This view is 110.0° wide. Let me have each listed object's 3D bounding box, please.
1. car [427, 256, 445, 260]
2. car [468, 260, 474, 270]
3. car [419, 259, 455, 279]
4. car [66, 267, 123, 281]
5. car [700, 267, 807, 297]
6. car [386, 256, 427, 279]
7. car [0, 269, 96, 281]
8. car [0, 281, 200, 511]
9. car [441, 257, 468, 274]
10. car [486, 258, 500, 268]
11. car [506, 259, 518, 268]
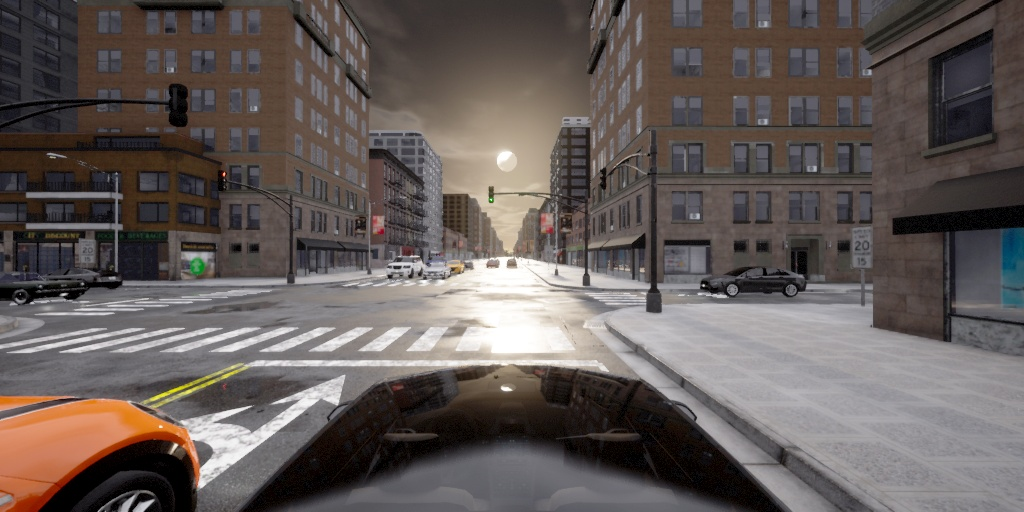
[{"bbox_3d":[-9.949,0.976,47.501,2.150,2.045,5.566,0,0,0],"label":"car"},{"bbox_3d":[-6.698,1.316,52.678,1.994,1.385,4.181,0,0,0],"label":"car"},{"bbox_3d":[-6.667,1.280,32.269,1.812,1.442,4.674,0,0,0],"label":"car"},{"bbox_3d":[-25.415,1.333,20.941,4.313,1.339,1.948,0,0,0],"label":"car"},{"bbox_3d":[12.421,1.297,18.634,4.892,1.490,1.837,0,0,1],"label":"car"},{"bbox_3d":[-9.922,0.976,33.657,2.150,2.045,5.566,0,0,0],"label":"car"},{"bbox_3d":[-21.519,1.347,15.449,4.718,1.301,1.895,0,0,0],"label":"car"},{"bbox_3d":[-3.236,1.102,0.599,2.097,1.767,4.553,0,0,0],"label":"car"},{"bbox_3d":[-6.686,1.232,41.540,1.882,1.535,5.008,0,0,0],"label":"car"},{"bbox_3d":[-3.383,1.315,61.939,1.994,1.385,4.181,0,0,0],"label":"car"},{"bbox_3d":[-0.035,1.256,63.079,1.837,1.490,4.892,0,0,0],"label":"car"}]
